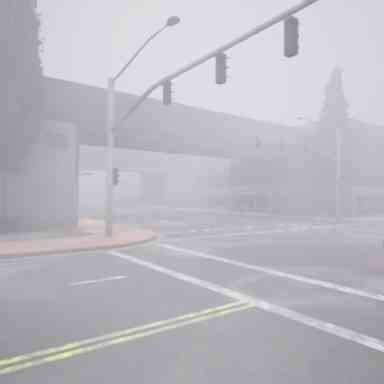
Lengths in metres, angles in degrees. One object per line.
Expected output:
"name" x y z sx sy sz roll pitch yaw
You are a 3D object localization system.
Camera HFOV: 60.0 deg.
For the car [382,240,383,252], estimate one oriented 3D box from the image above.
"car" 8.414 1.682 9.855 2.128 1.511 4.902 1 0 -39
